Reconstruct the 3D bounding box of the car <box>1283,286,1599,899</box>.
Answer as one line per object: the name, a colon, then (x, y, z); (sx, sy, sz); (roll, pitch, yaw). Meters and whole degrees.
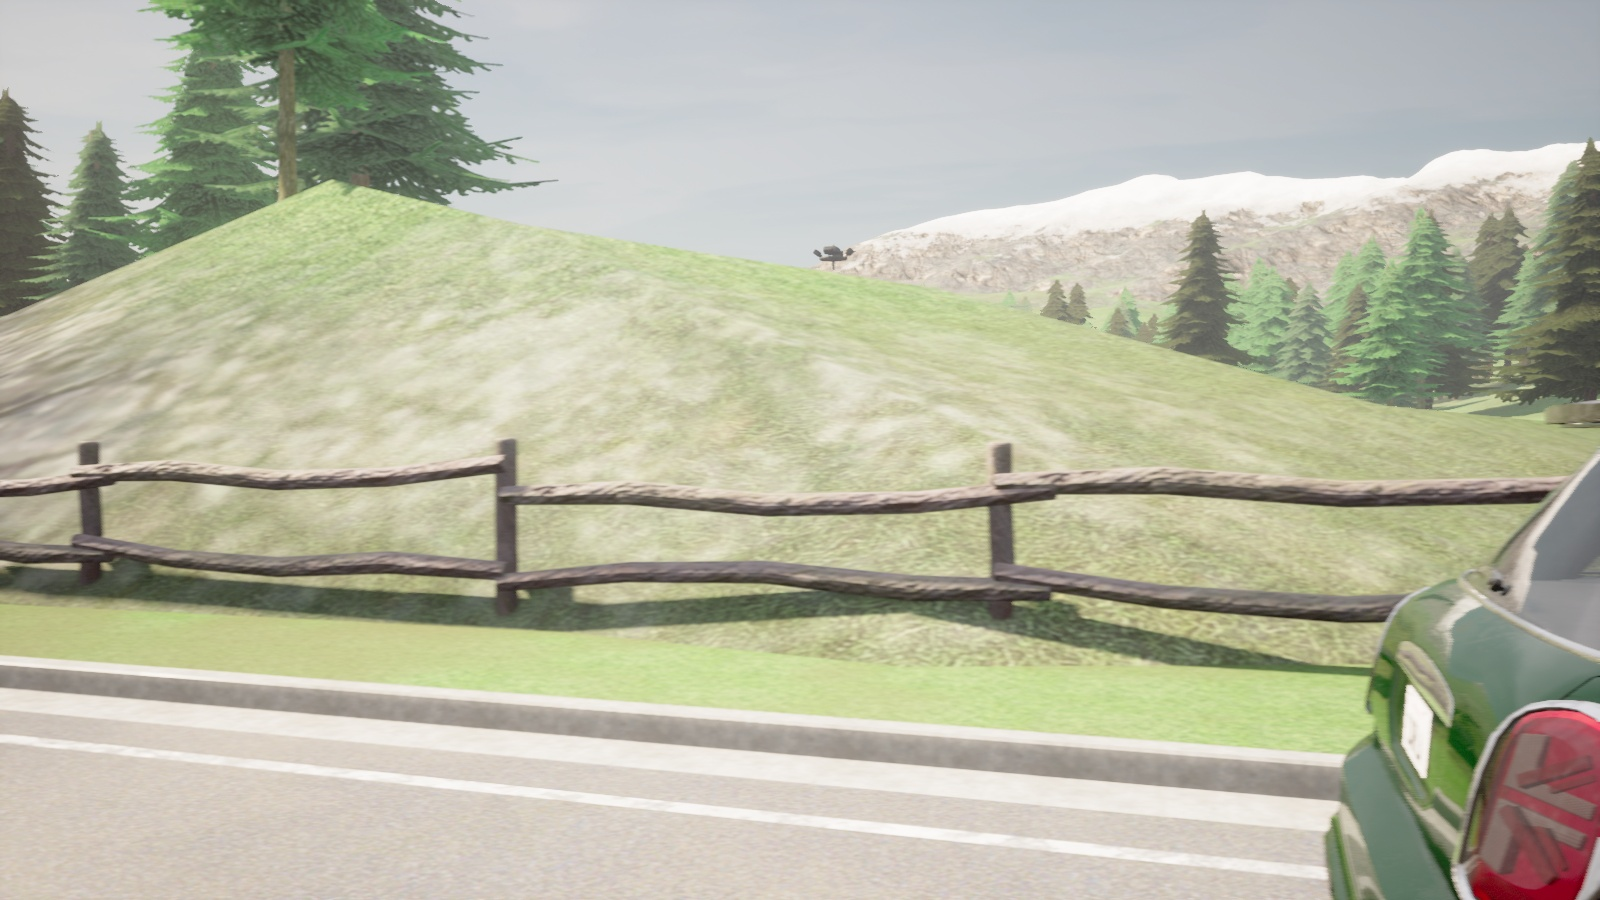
car: (3.296, 0.666, 2.082); (4.553, 1.767, 2.097); (1, 1, 19)
